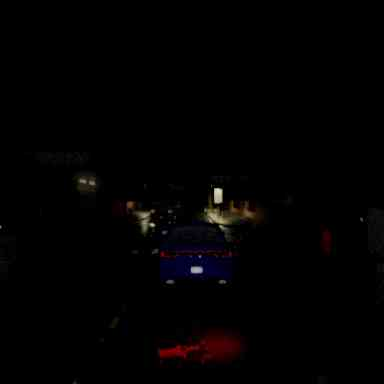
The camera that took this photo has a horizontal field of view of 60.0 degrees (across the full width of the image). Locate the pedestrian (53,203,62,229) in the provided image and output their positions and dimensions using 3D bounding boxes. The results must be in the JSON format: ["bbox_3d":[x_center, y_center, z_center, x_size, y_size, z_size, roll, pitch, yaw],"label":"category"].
[{"bbox_3d":[-9.656,1.695,23.796,0.375,1.860,0.375,0,-2,1],"label":"pedestrian"}]

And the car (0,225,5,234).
[{"bbox_3d":[-13.195,1.878,17.954,5.357,1.411,2.033,-1,-3,1],"label":"car"}]

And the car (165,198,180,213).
[{"bbox_3d":[-2.836,1.841,42.440,2.150,2.045,5.566,0,-1,0],"label":"car"}]

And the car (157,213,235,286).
[{"bbox_3d":[0.102,1.597,9.780,1.882,1.535,5.008,0,-1,0],"label":"car"}]

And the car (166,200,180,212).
[{"bbox_3d":[-2.979,2.176,52.612,2.097,1.767,4.553,0,-1,-2],"label":"car"}]

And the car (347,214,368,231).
[{"bbox_3d":[12.270,1.608,20.580,5.008,1.535,1.882,-1,-3,1],"label":"car"}]

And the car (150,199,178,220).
[{"bbox_3d":[-2.829,1.799,32.630,2.097,1.767,4.553,0,-1,0],"label":"car"}]
